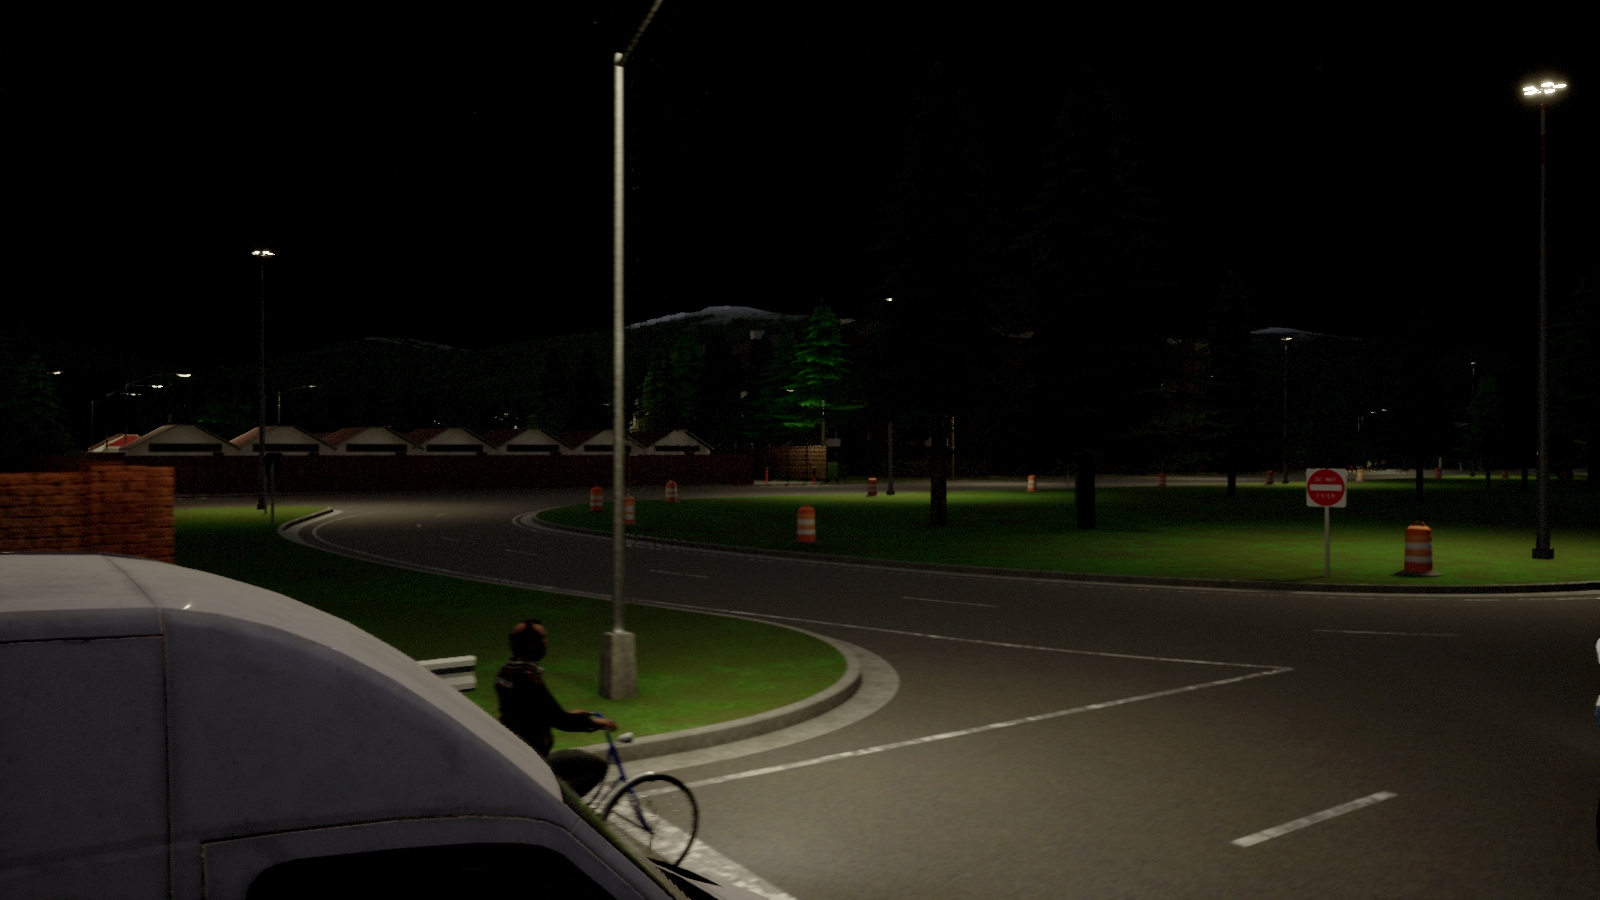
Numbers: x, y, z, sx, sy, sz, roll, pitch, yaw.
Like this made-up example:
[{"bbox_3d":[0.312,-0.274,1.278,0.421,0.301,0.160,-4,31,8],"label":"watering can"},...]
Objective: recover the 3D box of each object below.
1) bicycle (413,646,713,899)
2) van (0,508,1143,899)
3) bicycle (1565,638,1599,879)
[{"bbox_3d":[-1.413,2.063,7.070,1.835,1.471,0.329,0,0,-35],"label":"bicycle"},{"bbox_3d":[-2.008,1.536,2.360,5.915,2.561,1.988,0,0,-35],"label":"van"},{"bbox_3d":[5.888,2.061,7.950,1.643,1.496,0.373,0,0,-35],"label":"bicycle"}]
